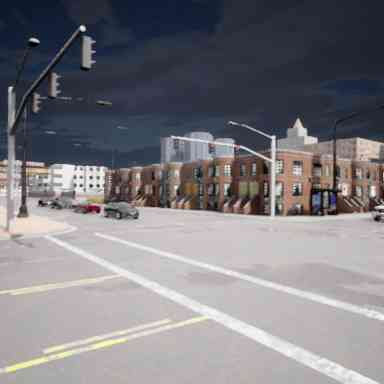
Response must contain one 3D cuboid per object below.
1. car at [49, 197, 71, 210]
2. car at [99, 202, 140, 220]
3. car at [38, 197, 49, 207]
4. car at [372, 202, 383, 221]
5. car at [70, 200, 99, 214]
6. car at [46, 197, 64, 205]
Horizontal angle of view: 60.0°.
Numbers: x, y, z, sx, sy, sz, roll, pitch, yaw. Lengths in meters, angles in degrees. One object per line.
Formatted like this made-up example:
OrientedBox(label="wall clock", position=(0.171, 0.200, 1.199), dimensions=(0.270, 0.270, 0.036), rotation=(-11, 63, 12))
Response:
OrientedBox(label="car", position=(-17.836, 1.508, 46.000), dimensions=(2.097, 1.767, 4.553), rotation=(1, -1, -36))
OrientedBox(label="car", position=(-6.448, 1.661, 30.163), dimensions=(1.837, 1.490, 4.892), rotation=(1, 0, -36))
OrientedBox(label="car", position=(-23.847, 1.648, 54.421), dimensions=(2.128, 1.511, 4.902), rotation=(1, -1, -35))
OrientedBox(label="car", position=(18.634, 1.636, 30.228), dimensions=(5.566, 2.045, 2.150), rotation=(1, -1, -36))
OrientedBox(label="car", position=(-11.904, 1.757, 37.741), dimensions=(1.895, 1.301, 4.718), rotation=(1, -1, -36))
OrientedBox(label="car", position=(-26.469, 1.702, 64.236), dimensions=(2.128, 1.511, 4.902), rotation=(1, -1, -36))
